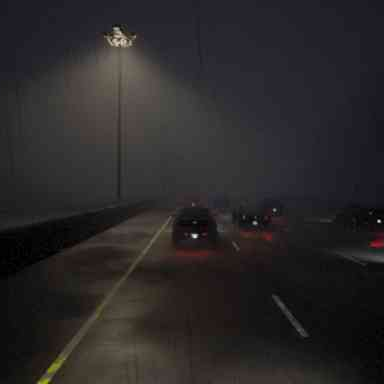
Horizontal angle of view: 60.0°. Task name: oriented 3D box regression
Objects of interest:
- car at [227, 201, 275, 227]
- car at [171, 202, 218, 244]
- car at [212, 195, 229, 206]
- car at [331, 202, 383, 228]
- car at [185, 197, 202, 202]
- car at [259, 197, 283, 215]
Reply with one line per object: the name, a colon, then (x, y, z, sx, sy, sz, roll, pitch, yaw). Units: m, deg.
car: (3.620, 1.469, 21.293, 1.895, 1.301, 4.718, 0, 1, 0)
car: (0.113, 1.426, 15.293, 1.837, 1.490, 4.892, 0, 0, 0)
car: (3.639, 1.054, 42.203, 1.882, 1.535, 5.008, 0, 1, 0)
car: (10.620, 1.376, 21.288, 1.837, 1.490, 4.892, 0, 1, 0)
car: (0.134, 1.242, 35.998, 1.994, 1.385, 4.181, 0, 1, 0)
car: (7.128, 1.257, 31.107, 1.837, 1.490, 4.892, 0, 1, 0)
